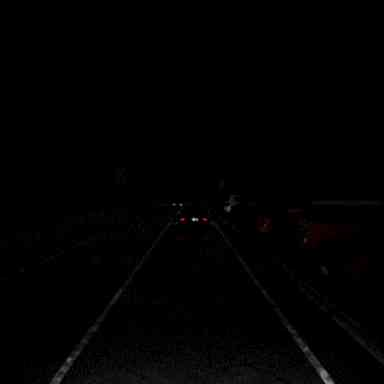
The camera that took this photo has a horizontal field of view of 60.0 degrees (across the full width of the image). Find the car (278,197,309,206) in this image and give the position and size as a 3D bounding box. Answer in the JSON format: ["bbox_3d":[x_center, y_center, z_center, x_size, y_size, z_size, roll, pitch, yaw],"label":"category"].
[{"bbox_3d":[18.685,1.717,61.342,5.008,1.535,2.097,0,-1,0],"label":"car"}]

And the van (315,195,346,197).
[{"bbox_3d":[18.799,1.362,44.639,4.442,1.987,1.878,0,0,0],"label":"van"}]

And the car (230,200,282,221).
[{"bbox_3d":[5.593,1.538,24.955,4.792,1.488,2.163,0,0,0],"label":"car"}]

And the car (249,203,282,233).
[{"bbox_3d":[5.817,1.487,16.547,5.366,1.575,1.946,0,0,0],"label":"car"}]

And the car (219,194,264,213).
[{"bbox_3d":[5.643,1.278,30.561,5.566,2.045,2.435,0,0,0],"label":"car"}]

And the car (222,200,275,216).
[{"bbox_3d":[5.606,1.541,33.364,5.008,1.535,2.097,0,0,0],"label":"car"}]

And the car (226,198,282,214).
[{"bbox_3d":[5.614,1.519,27.753,4.892,1.521,2.231,0,0,0],"label":"car"}]

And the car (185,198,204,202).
[{"bbox_3d":[0.108,1.606,42.506,2.128,1.511,4.902,0,0,0],"label":"car"}]

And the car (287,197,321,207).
[{"bbox_3d":[18.691,1.661,55.774,5.008,1.535,2.097,0,-1,0],"label":"car"}]

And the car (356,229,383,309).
[{"bbox_3d":[5.616,1.509,5.334,4.792,1.488,2.163,0,0,0],"label":"car"}]

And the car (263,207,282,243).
[{"bbox_3d":[5.664,1.517,13.744,4.792,1.488,2.163,0,0,0],"label":"car"}]

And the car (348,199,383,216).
[{"bbox_3d":[18.686,1.542,33.495,5.008,1.535,2.097,0,0,0],"label":"car"}]

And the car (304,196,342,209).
[{"bbox_3d":[18.651,1.477,47.419,4.553,1.767,2.185,0,0,0],"label":"car"}]

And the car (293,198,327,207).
[{"bbox_3d":[18.686,1.679,52.986,4.674,1.452,2.002,0,0,0],"label":"car"}]

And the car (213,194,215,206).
[{"bbox_3d":[5.572,1.462,44.579,4.553,1.767,2.185,0,0,0],"label":"car"}]

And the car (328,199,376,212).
[{"bbox_3d":[18.684,1.605,39.066,4.674,1.452,2.002,0,0,0],"label":"car"}]

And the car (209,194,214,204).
[{"bbox_3d":[5.631,1.351,47.380,5.566,2.045,2.435,0,0,0],"label":"car"}]

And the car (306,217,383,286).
[{"bbox_3d":[5.613,1.511,8.137,4.792,1.488,2.163,0,0,0],"label":"car"}]

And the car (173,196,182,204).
[{"bbox_3d":[-3.237,1.739,74.785,2.097,1.767,4.553,0,-1,0],"label":"car"}]

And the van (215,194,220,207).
[{"bbox_3d":[5.488,1.350,41.775,4.442,1.987,1.878,0,0,0],"label":"van"}]

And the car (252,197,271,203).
[{"bbox_3d":[18.714,2.144,89.824,4.674,1.452,2.002,0,-1,0],"label":"car"}]

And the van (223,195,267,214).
[{"bbox_3d":[5.725,1.327,36.168,4.442,1.987,1.878,0,0,0],"label":"van"}]

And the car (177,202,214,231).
[{"bbox_3d":[0.104,1.577,20.870,2.033,1.411,5.357,0,0,0],"label":"car"}]

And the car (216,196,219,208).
[{"bbox_3d":[5.600,1.565,38.970,4.892,1.521,2.231,0,0,0],"label":"car"}]

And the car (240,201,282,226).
[{"bbox_3d":[5.623,1.494,19.347,5.008,1.535,2.097,0,0,0],"label":"car"}]

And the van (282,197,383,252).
[{"bbox_3d":[5.522,1.259,10.941,4.442,1.987,1.878,0,0,0],"label":"van"}]

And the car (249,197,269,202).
[{"bbox_3d":[18.725,2.147,92.973,5.008,1.535,2.097,0,-1,0],"label":"car"}]

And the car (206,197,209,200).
[{"bbox_3d":[5.635,1.411,55.790,5.566,2.045,2.435,0,0,0],"label":"car"}]
